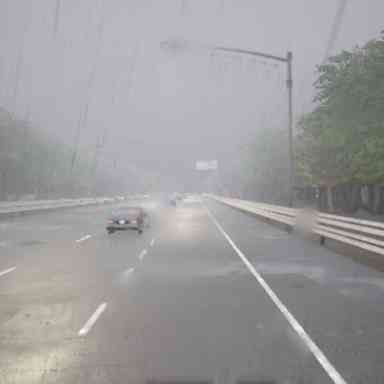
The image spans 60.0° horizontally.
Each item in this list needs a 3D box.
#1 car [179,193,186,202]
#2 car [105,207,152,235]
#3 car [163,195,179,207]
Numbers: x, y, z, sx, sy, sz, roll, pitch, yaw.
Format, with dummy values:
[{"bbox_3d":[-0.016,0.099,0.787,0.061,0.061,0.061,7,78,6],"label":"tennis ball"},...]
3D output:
[{"bbox_3d":[-3.160,1.563,79.749,1.837,1.490,4.892,0,0,1],"label":"car"},{"bbox_3d":[-3.483,1.560,19.062,2.033,1.411,5.357,0,0,0],"label":"car"},{"bbox_3d":[-3.364,1.522,50.565,1.882,1.535,5.008,0,0,0],"label":"car"}]
